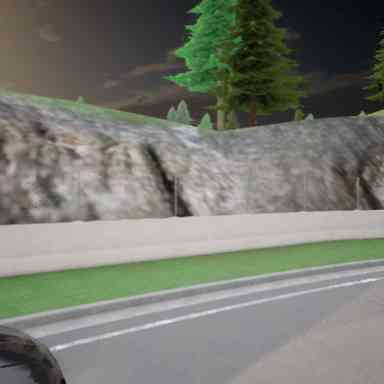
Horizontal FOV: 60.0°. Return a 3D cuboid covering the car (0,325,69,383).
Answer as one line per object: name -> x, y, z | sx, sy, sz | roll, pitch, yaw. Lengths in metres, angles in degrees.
car -> -3.120, 1.464, 1.509 | 4.902, 1.511, 2.128 | 0, 0, -37
